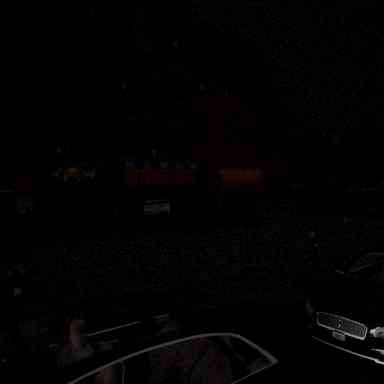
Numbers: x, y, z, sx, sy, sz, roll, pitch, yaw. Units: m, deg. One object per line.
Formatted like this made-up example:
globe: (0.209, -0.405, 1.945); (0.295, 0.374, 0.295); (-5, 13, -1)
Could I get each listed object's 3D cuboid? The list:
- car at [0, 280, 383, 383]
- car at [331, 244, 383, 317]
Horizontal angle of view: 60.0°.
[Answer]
car: (-0.837, 1.550, 2.238); (4.403, 1.369, 2.008); (0, -2, -36)
car: (3.595, 1.548, 5.408); (4.403, 1.369, 2.008); (0, -2, -36)
